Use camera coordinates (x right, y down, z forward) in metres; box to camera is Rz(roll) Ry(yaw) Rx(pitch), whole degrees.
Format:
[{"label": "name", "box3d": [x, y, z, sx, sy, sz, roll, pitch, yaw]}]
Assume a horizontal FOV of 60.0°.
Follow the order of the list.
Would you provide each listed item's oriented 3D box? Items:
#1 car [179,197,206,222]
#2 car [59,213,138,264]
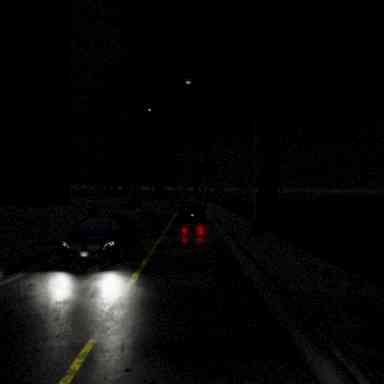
[{"label": "car", "box3d": [0.039, 1.451, 26.260, 2.128, 1.511, 4.902, 0, 0, 0]}, {"label": "car", "box3d": [-3.109, 1.523, 11.914, 1.812, 1.442, 4.674, 0, 0, 0]}]
